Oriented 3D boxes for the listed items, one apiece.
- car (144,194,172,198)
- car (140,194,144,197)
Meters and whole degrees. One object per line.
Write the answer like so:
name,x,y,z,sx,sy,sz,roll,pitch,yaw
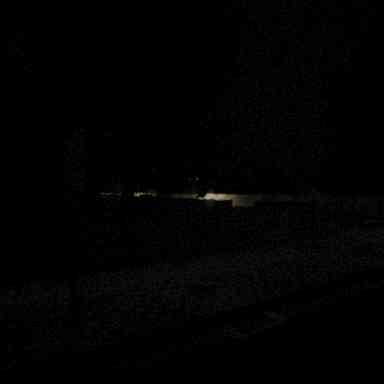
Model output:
car,-3.287,1.197,39.814,2.033,1.411,5.357,-1,1,-35
car,-6.864,1.052,49.833,1.882,1.535,5.008,-1,1,-35
